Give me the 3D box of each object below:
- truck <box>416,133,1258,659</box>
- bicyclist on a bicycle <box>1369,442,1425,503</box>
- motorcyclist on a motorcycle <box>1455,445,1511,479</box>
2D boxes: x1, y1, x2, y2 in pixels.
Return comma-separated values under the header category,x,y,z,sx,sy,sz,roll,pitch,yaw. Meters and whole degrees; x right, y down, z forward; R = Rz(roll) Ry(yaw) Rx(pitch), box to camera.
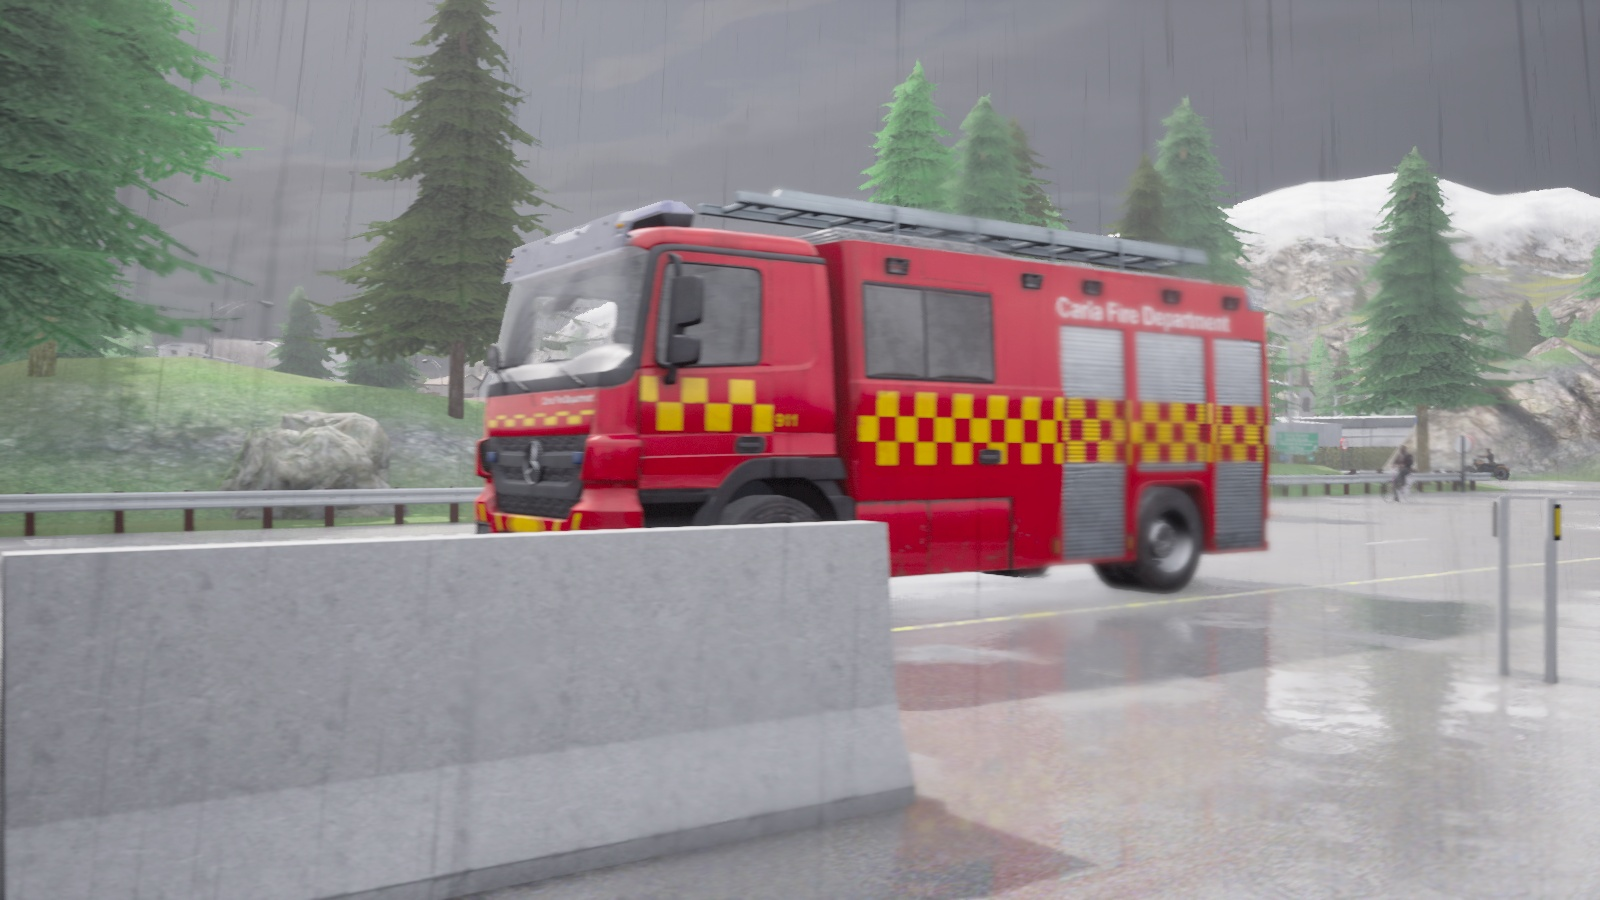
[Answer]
category,x,y,z,sx,sy,sz,roll,pitch,yaw
truck,0.789,-0.391,12.738,8.468,3.827,2.891,0,0,-35
bicyclist on a bicycle,17.762,0.668,37.341,1.843,1.776,0.659,0,0,-35
motorcyclist on a motorcycle,33.787,0.577,62.167,0.766,1.649,2.350,0,0,-35
